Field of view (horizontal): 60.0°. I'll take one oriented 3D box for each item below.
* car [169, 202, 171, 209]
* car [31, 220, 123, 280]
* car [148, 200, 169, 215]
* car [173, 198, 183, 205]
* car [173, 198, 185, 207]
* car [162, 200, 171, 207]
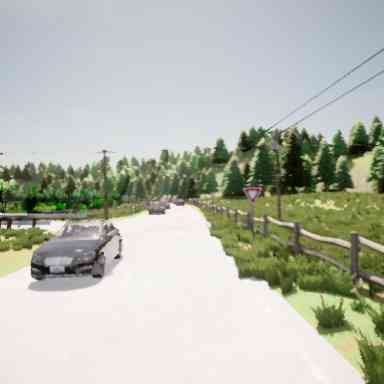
[{"bbox_3d":[-4.983,2.222,60.067,2.097,1.767,4.553,-2,-1,-2],"label":"car"},{"bbox_3d":[-3.494,1.720,10.884,2.128,1.511,4.902,-2,-1,-2],"label":"car"},{"bbox_3d":[-4.547,2.010,43.570,2.097,1.767,4.553,-2,-1,-1],"label":"car"},{"bbox_3d":[-3.693,2.329,84.981,2.097,1.767,4.553,-1,-1,-7],"label":"car"},{"bbox_3d":[-2.672,2.483,74.979,1.837,1.490,4.892,-1,-1,-6],"label":"car"},{"bbox_3d":[-5.737,2.532,73.315,1.882,1.535,5.008,-1,-1,-5],"label":"car"}]
